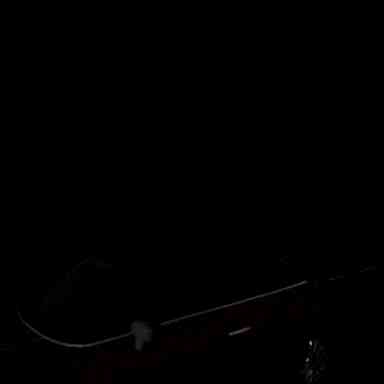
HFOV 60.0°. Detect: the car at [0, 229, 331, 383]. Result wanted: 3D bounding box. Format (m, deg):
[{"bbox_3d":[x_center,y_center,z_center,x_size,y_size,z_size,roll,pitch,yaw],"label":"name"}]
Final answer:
[{"bbox_3d":[-0.563,1.353,3.593,4.553,1.767,2.097,0,0,-35],"label":"car"}]
